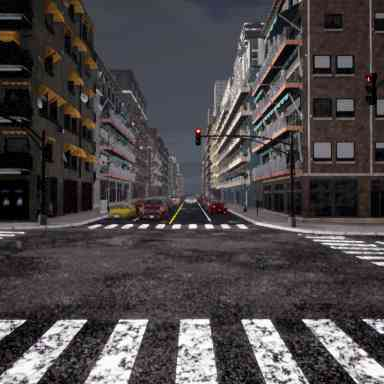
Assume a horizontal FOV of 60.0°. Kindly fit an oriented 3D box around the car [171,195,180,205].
[{"bbox_3d":[-3.241,1.369,60.574,2.097,1.767,4.553,0,0,0],"label":"car"}]

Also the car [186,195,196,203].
[{"bbox_3d":[-0.235,1.478,69.837,2.128,1.511,4.902,0,0,0],"label":"car"}]

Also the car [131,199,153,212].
[{"bbox_3d":[-5.815,1.554,39.089,1.887,1.381,4.507,1,0,0],"label":"car"}]

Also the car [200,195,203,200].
[{"bbox_3d":[2.528,1.596,50.150,1.802,1.307,4.206,1,0,0],"label":"car"}]

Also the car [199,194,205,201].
[{"bbox_3d":[2.724,1.380,81.893,2.097,1.767,4.553,0,0,0],"label":"car"}]

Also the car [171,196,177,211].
[{"bbox_3d":[-3.238,1.558,40.606,2.033,1.411,5.357,0,0,0],"label":"car"}]

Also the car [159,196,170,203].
[{"bbox_3d":[-5.927,1.568,72.230,1.887,1.381,4.507,1,0,0],"label":"car"}]

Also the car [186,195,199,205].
[{"bbox_3d":[-0.201,1.618,59.861,1.895,1.301,4.718,0,0,0],"label":"car"}]

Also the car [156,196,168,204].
[{"bbox_3d":[-5.908,1.571,66.706,2.008,1.369,4.403,1,0,0],"label":"car"}]

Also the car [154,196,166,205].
[{"bbox_3d":[-5.889,1.543,61.013,1.752,1.417,4.829,1,0,0],"label":"car"}]

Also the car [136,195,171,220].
[{"bbox_3d":[-3.169,1.359,28.126,2.097,1.767,4.553,0,0,-1],"label":"car"}]

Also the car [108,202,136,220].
[{"bbox_3d":[-5.776,1.532,27.872,1.752,1.417,4.829,1,0,0],"label":"car"}]

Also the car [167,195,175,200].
[{"bbox_3d":[-6.001,1.587,94.323,2.008,1.369,4.403,1,0,0],"label":"car"}]

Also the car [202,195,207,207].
[{"bbox_3d":[2.567,1.450,39.103,1.967,1.590,4.097,1,0,0],"label":"car"}]

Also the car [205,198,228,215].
[{"bbox_3d":[2.585,1.553,33.579,1.887,1.381,4.507,1,0,0],"label":"car"}]
